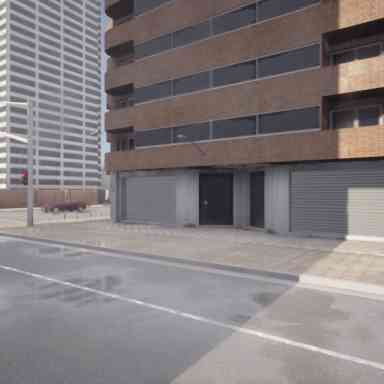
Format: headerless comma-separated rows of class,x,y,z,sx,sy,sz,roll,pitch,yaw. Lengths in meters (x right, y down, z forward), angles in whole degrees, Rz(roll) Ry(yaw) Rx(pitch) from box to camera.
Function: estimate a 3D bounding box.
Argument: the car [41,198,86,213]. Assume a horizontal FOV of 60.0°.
car,-14.137,1.478,36.903,1.882,1.535,5.008,0,0,35
